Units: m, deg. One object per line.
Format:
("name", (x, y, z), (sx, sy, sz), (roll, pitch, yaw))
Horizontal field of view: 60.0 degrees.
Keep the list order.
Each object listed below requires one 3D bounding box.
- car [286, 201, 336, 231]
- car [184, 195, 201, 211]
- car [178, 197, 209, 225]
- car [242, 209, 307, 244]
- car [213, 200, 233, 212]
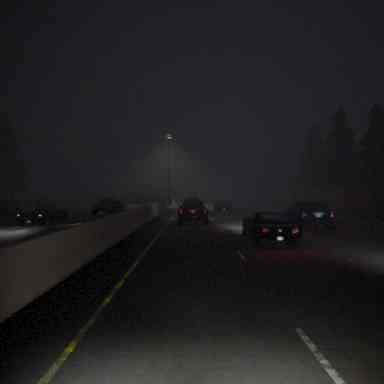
("car", (7.076, 1.350, 20.694), (2.097, 1.767, 4.553), (0, 0, 0))
("car", (0.051, 1.351, 41.970), (2.097, 1.767, 4.553), (0, 0, 0))
("car", (0.073, 1.349, 24.193), (2.097, 1.767, 4.553), (0, 0, 0))
("car", (3.581, 1.600, 15.769), (1.895, 1.301, 4.718), (0, 0, 0))
("car", (3.555, 1.598, 38.940), (1.895, 1.301, 4.718), (0, 0, 0))
